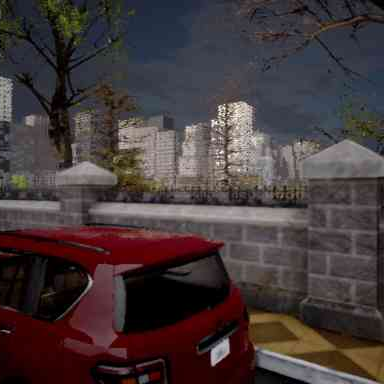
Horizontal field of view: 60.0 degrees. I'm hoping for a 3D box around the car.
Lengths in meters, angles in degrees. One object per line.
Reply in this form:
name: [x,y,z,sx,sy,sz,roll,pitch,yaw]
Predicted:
car: [-1.732,1.315,3.949,5.009,1.841,2.192,0,0,35]
